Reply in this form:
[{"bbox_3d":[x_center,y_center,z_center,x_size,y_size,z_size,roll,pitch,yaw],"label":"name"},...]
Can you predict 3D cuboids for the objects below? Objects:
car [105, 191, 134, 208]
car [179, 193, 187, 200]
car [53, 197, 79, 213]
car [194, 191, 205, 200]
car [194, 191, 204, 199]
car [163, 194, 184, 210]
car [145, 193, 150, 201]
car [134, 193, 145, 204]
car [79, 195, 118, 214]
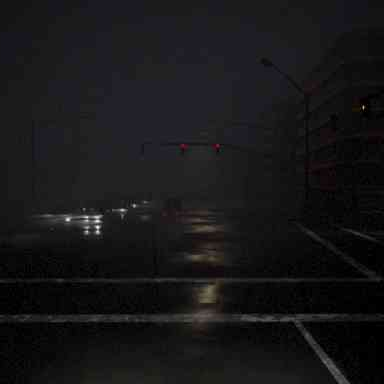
[{"bbox_3d":[-9.402,1.105,43.299,2.097,1.767,4.553,0,1,1],"label":"car"},{"bbox_3d":[-1.924,0.903,65.894,2.033,1.411,5.357,0,1,1],"label":"car"},{"bbox_3d":[-13.007,1.345,35.324,1.882,1.535,5.008,0,1,1],"label":"car"},{"bbox_3d":[1.574,0.854,65.405,2.128,1.511,4.902,0,1,1],"label":"car"},{"bbox_3d":[1.604,0.555,75.795,2.097,1.767,4.553,0,1,1],"label":"car"},{"bbox_3d":[-2.251,1.333,39.171,1.812,1.442,4.674,0,1,1],"label":"car"},{"bbox_3d":[-9.093,0.947,63.478,2.033,1.411,5.357,0,1,1],"label":"car"},{"bbox_3d":[-9.280,1.131,52.943,2.033,1.411,5.357,0,1,1],"label":"car"},{"bbox_3d":[-9.519,1.369,34.257,2.128,1.511,4.902,0,1,1],"label":"car"}]
